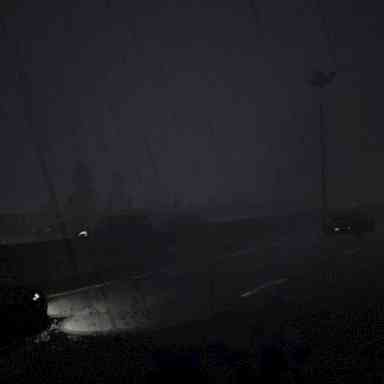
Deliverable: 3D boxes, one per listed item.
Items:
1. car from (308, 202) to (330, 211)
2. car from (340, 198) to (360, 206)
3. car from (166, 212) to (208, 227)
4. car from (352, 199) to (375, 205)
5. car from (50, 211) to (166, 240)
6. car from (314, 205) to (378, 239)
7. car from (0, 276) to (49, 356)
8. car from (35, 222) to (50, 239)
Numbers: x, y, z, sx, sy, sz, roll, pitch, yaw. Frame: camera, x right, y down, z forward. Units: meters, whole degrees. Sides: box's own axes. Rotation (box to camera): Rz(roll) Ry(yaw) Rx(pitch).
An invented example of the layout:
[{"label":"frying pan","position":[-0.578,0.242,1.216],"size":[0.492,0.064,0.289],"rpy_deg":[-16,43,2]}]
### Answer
[{"label":"car","position":[20.233,2.336,52.701],"size":[2.033,1.411,5.357],"rpy_deg":[-3,-2,42]},{"label":"car","position":[25.713,1.991,53.575],"size":[2.150,2.045,5.566],"rpy_deg":[-3,-3,42]},{"label":"car","position":[-1.092,2.127,23.604],"size":[2.033,1.411,5.357],"rpy_deg":[-3,-2,42]},{"label":"car","position":[25.013,2.115,47.558],"size":[1.994,1.385,4.181],"rpy_deg":[-3,-2,42]},{"label":"car","position":[-3.774,1.804,15.505],"size":[2.097,1.767,4.553],"rpy_deg":[-3,-2,43]},{"label":"car","position":[9.106,1.727,19.000],"size":[2.128,1.511,4.902],"rpy_deg":[-3,-2,42]},{"label":"car","position":[-4.387,1.783,4.838],"size":[4.181,1.385,1.994],"rpy_deg":[0,-2,-42]},{"label":"car","position":[-7.555,2.162,21.673],"size":[1.882,1.535,5.008],"rpy_deg":[-2,-2,43]}]
